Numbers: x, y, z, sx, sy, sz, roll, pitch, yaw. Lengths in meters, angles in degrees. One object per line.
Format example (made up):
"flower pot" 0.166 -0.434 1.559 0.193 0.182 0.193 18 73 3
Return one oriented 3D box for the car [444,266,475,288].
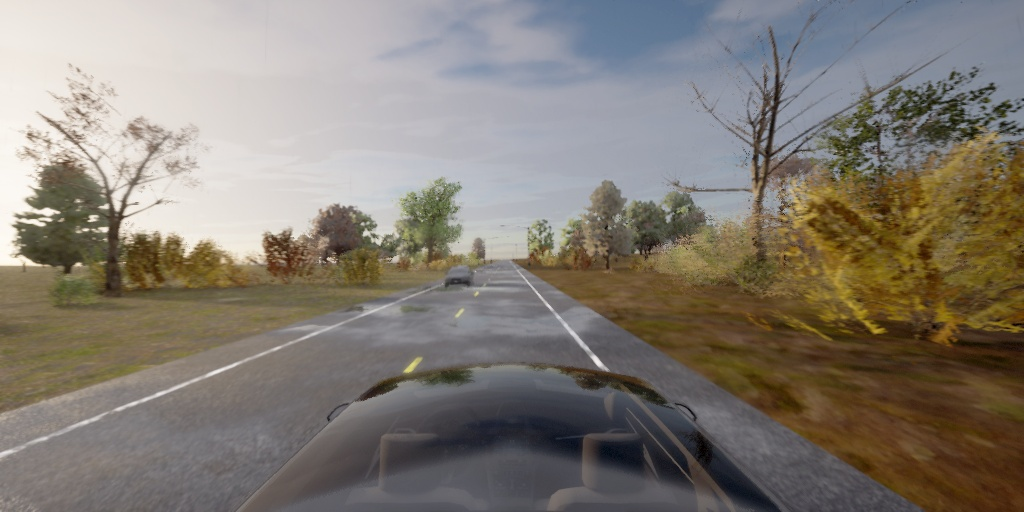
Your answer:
"car" -3.880 1.513 26.968 1.837 1.490 4.892 -1 -1 -1
